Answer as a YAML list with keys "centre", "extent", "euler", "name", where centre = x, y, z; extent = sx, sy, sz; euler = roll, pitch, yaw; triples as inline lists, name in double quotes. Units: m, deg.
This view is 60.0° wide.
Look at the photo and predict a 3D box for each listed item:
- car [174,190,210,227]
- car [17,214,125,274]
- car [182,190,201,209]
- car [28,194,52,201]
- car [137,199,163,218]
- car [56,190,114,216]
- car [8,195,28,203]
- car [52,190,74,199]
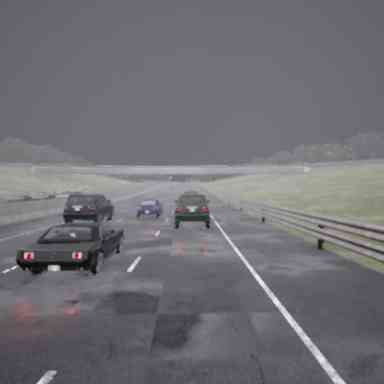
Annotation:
- centre: [0.015, 1.114, 21.809]
  extent: [2.150, 2.045, 5.566]
  euler: [0, 1, 0]
  name: "car"
- centre: [-3.439, 1.599, 10.500]
  extent: [1.895, 1.301, 4.718]
  euler: [0, 0, 0]
  name: "car"
- centre: [-0.073, 0.812, 40.433]
  extent: [2.150, 2.045, 5.566]
  euler: [0, 1, 0]
  name: "car"
- centre: [-21.204, 1.011, 48.147]
  extent: [1.882, 1.535, 5.008]
  euler: [0, 1, 0]
  name: "car"
- centre: [-3.517, 1.331, 28.300]
  extent: [1.812, 1.442, 4.674]
  euler: [0, 1, 0]
  name: "car"
- centre: [-6.983, 1.115, 22.959]
  extent: [2.150, 2.045, 5.566]
  euler: [0, 1, 0]
  name: "car"
- centre: [-24.704, 1.070, 48.040]
  extent: [1.994, 1.385, 4.181]
  euler: [0, 1, 0]
  name: "car"
- centre: [-17.704, 0.798, 48.128]
  extent: [2.150, 2.045, 5.566]
  euler: [0, 1, 0]
  name: "car"
